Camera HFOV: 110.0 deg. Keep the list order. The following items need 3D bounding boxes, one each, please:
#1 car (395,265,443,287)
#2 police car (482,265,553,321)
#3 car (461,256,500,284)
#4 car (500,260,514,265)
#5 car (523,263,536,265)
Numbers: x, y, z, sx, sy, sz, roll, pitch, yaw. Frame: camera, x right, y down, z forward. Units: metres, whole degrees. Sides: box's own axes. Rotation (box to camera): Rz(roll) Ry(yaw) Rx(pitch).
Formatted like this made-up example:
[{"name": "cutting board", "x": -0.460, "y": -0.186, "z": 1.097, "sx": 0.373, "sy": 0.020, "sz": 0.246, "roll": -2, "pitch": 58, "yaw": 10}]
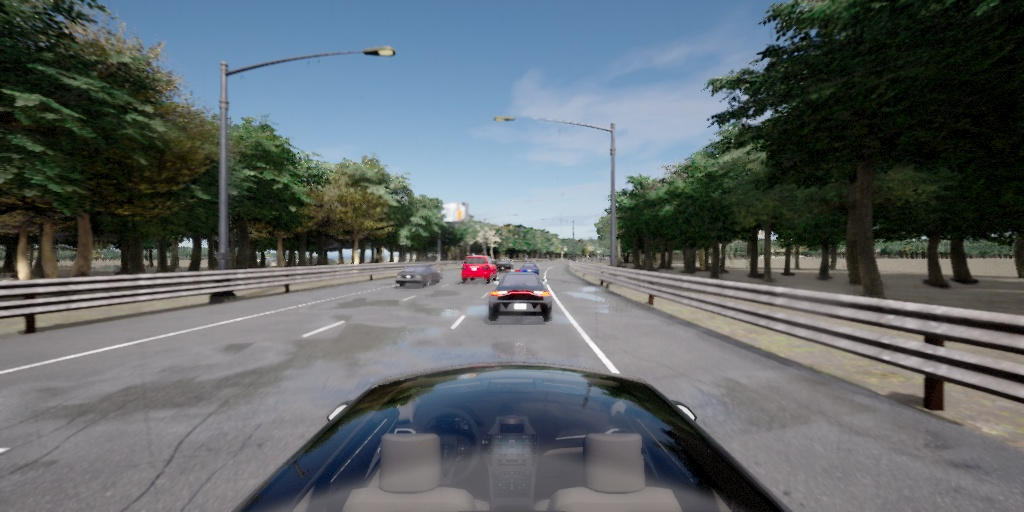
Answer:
[{"name": "car", "x": -6.210, "y": 1.329, "z": 24.501, "sx": 2.033, "sy": 1.411, "sz": 5.357, "roll": 0, "pitch": 0, "yaw": 4}, {"name": "police car", "x": 0.309, "y": 1.268, "z": 12.648, "sx": 2.038, "sy": 1.542, "sz": 4.974, "roll": 0, "pitch": 0, "yaw": 2}, {"name": "car", "x": -2.475, "y": 1.017, "z": 27.941, "sx": 2.150, "sy": 2.045, "sz": 5.566, "roll": 0, "pitch": 0, "yaw": 4}, {"name": "car", "x": -0.866, "y": 1.311, "z": 45.730, "sx": 1.882, "sy": 1.535, "sz": 5.008, "roll": 0, "pitch": 0, "yaw": 6}, {"name": "car", "x": 1.838, "y": 1.383, "z": 37.746, "sx": 1.994, "sy": 1.385, "sz": 4.181, "roll": 0, "pitch": 0, "yaw": 5}]
